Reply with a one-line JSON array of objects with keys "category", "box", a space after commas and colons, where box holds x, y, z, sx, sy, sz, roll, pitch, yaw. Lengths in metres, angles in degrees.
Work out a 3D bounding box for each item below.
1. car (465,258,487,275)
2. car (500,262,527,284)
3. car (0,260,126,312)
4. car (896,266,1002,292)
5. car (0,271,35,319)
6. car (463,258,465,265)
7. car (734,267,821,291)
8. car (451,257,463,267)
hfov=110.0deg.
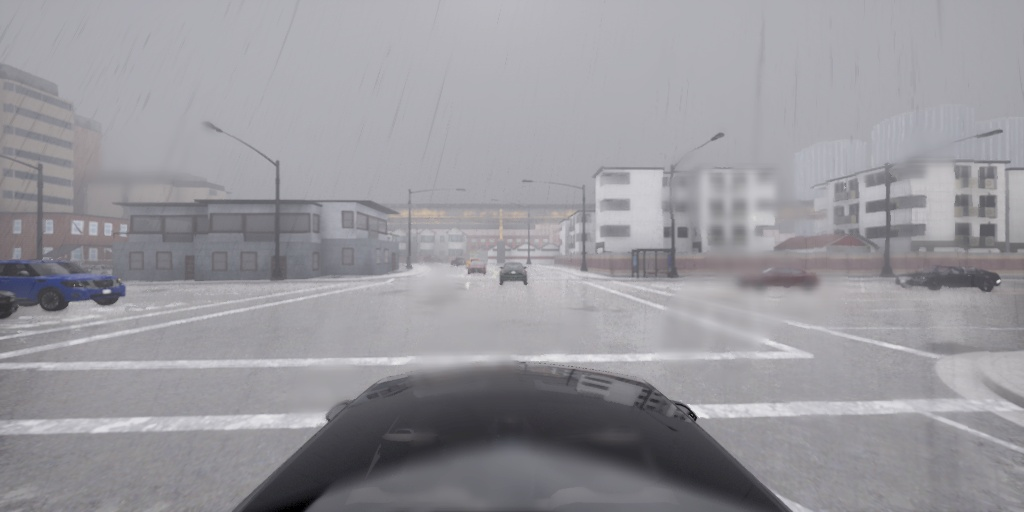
[{"category": "car", "box": [-3.795, 1.217, 39.427, 1.882, 1.535, 5.008, 0, 1, -3]}, {"category": "car", "box": [0.108, 1.290, 29.412, 2.097, 1.767, 4.553, 0, 0, 0]}, {"category": "car", "box": [-19.628, 1.168, 14.863, 5.566, 2.045, 2.150, -1, 0, -1]}, {"category": "car", "box": [26.689, 1.379, 22.048, 4.902, 1.511, 2.128, 0, 0, 2]}, {"category": "car", "box": [-19.046, 1.396, 11.374, 5.008, 1.535, 1.882, -1, 0, -1]}, {"category": "car", "box": [-5.129, 1.058, 48.927, 1.882, 1.535, 5.008, 0, 1, -15]}, {"category": "car", "box": [16.509, 1.411, 22.368, 4.674, 1.442, 1.812, 0, 0, 1]}, {"category": "car", "box": [-8.621, 0.922, 58.483, 1.812, 1.442, 4.674, 0, 1, -27]}]
